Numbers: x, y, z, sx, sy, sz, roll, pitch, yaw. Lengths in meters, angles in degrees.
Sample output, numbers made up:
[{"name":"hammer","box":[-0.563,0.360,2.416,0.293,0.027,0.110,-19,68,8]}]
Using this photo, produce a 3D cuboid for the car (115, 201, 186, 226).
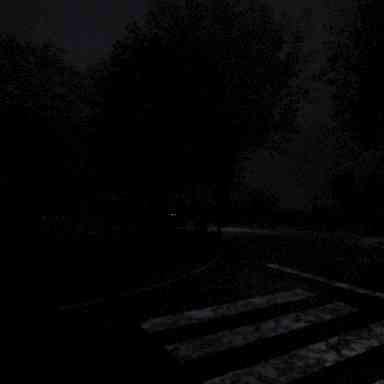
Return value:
[{"name":"car","box":[-2.742,1.342,21.685,4.902,1.511,2.128,1,0,27]}]
